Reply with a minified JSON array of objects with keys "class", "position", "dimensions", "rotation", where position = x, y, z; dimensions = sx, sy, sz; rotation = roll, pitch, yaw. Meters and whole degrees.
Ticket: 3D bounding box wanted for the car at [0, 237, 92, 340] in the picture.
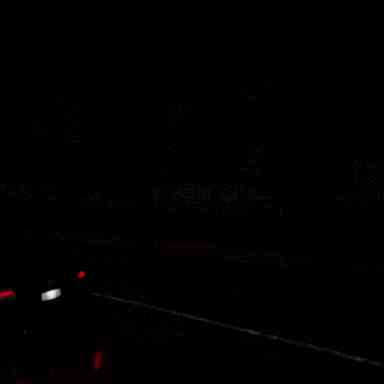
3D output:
[{"class":"car","position":[-3.871,1.556,6.204],"dimensions":[4.181,1.385,1.994],"rotation":[0,0,32]}]
